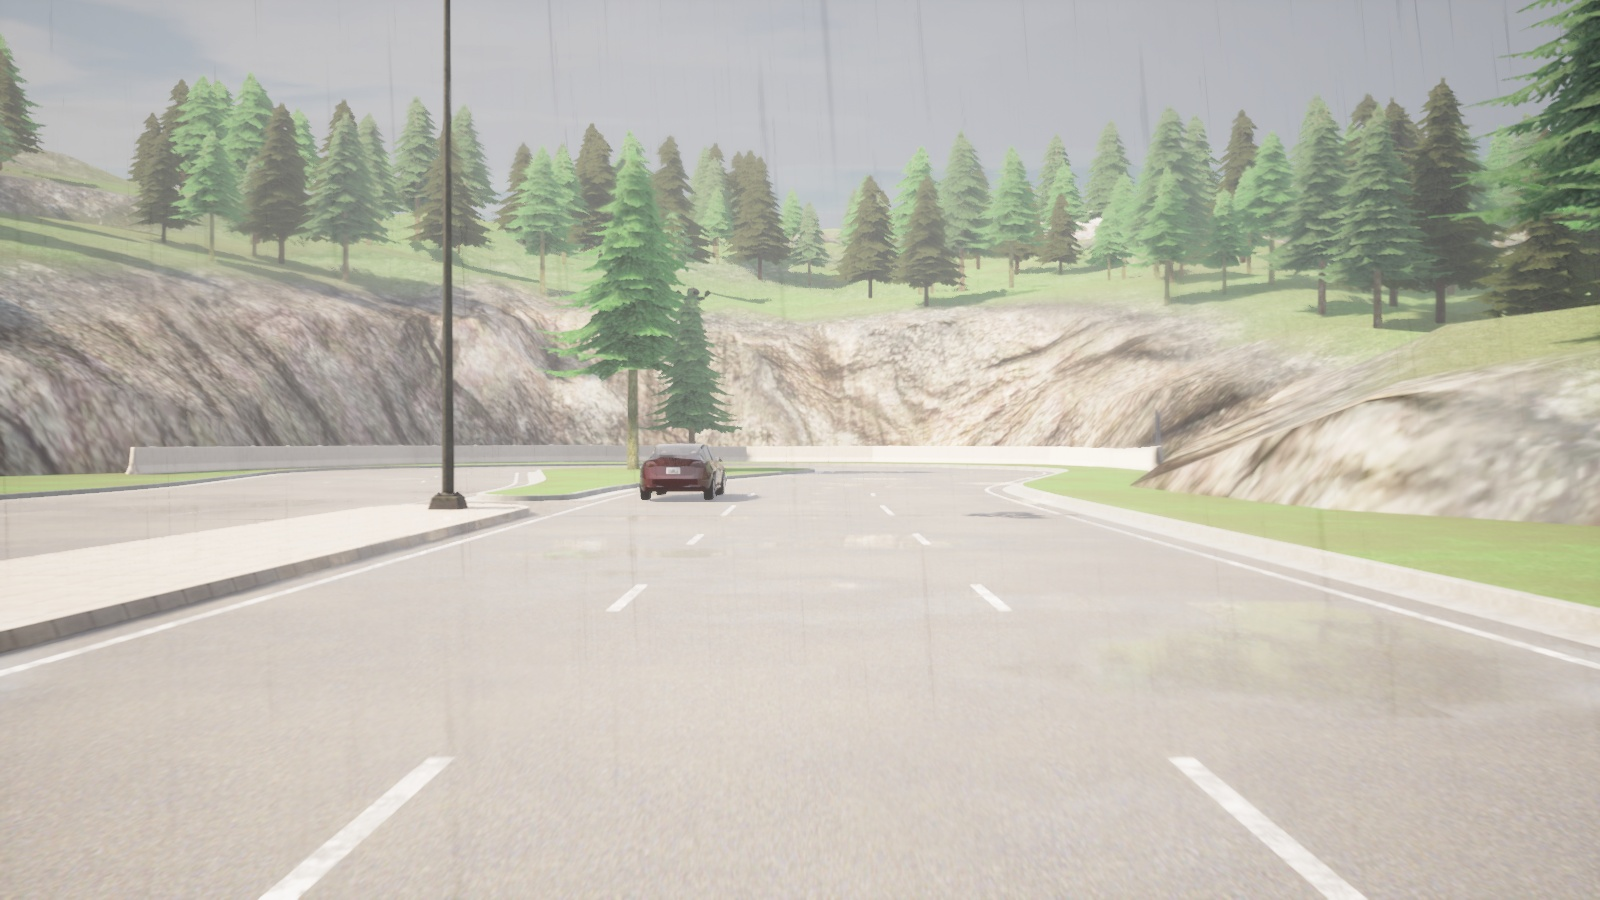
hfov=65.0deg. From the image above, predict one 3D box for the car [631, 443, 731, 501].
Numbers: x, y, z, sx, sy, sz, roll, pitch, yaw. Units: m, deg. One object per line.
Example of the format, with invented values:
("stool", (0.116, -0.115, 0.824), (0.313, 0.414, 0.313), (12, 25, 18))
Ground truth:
("car", (-3.183, 0.550, 34.464), (2.163, 1.488, 4.792), (0, 0, 2))
